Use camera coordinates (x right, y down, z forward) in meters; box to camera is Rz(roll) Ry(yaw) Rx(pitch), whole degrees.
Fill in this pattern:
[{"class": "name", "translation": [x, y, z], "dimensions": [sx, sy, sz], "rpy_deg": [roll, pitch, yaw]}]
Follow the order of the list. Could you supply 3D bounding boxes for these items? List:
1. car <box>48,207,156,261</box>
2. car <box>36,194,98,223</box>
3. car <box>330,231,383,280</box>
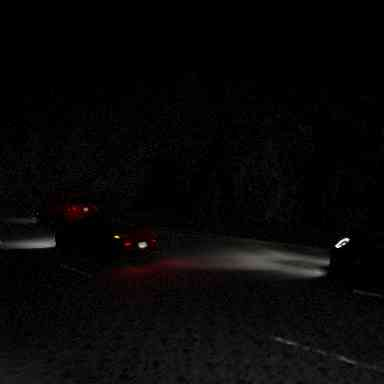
[{"class": "car", "translation": [-3.233, 1.492, 12.124], "dimensions": [4.674, 1.442, 1.812], "rpy_deg": [1, 0, 44]}, {"class": "car", "translation": [-8.347, 1.134, 22.065], "dimensions": [5.566, 2.045, 2.150], "rpy_deg": [1, 0, 45]}, {"class": "car", "translation": [6.058, 1.412, 8.535], "dimensions": [4.553, 1.767, 2.097], "rpy_deg": [1, 0, 37]}]
